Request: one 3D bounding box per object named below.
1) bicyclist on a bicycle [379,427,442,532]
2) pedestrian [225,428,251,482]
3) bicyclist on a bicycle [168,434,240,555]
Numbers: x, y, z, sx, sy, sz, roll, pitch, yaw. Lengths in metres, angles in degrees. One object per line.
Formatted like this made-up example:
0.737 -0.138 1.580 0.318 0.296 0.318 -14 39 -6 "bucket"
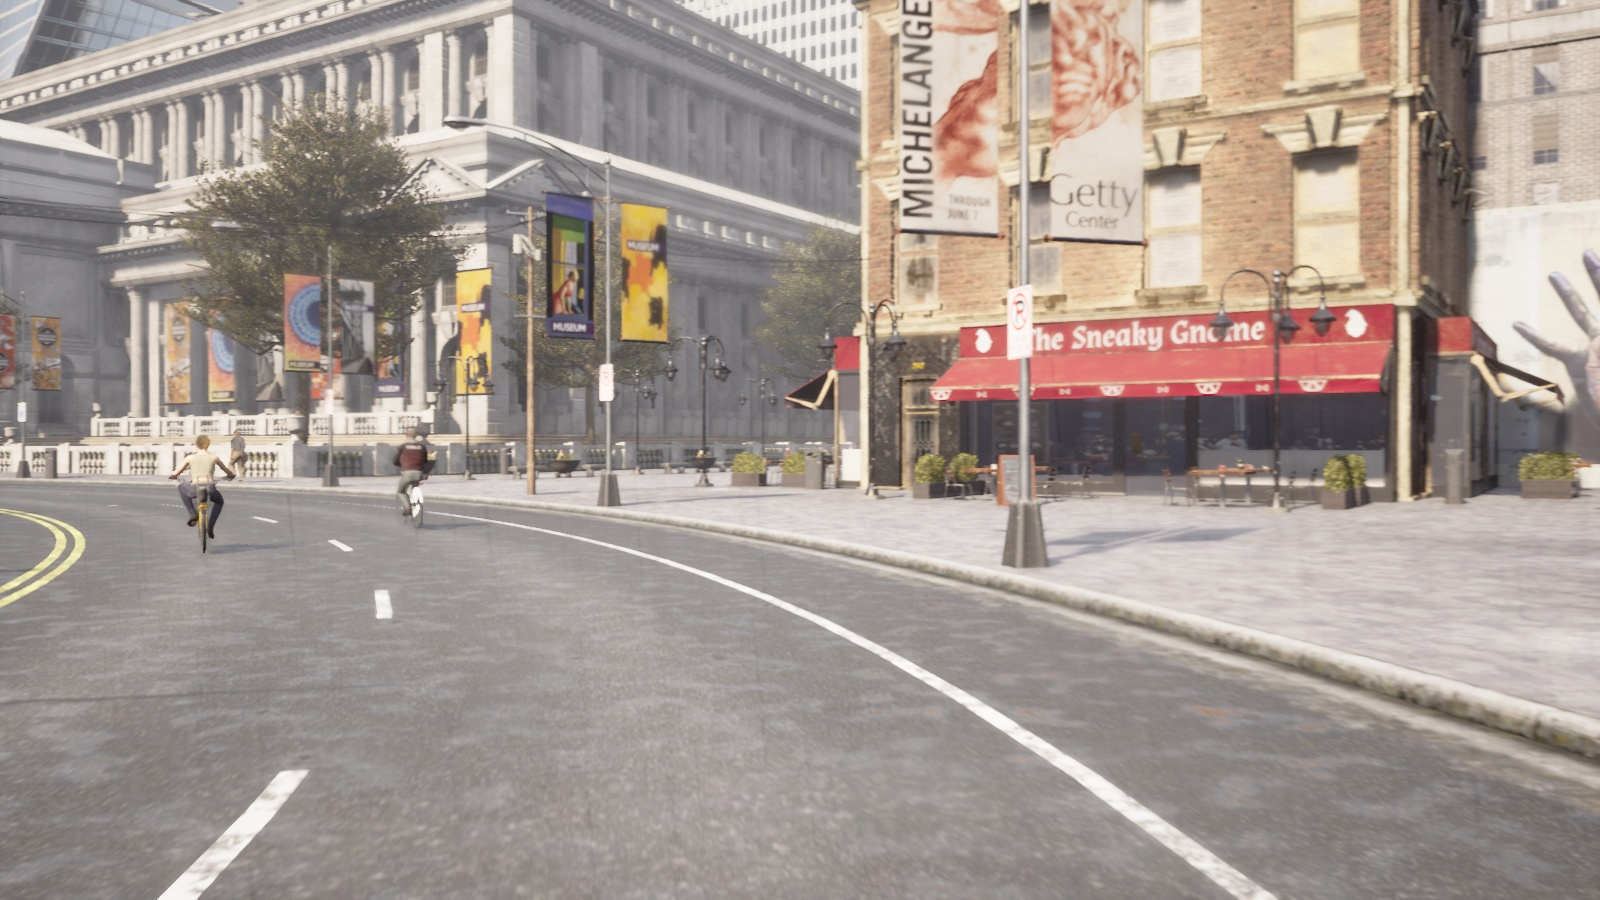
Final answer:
-6.898 0.494 22.189 0.659 1.776 1.843 -1 1 -30 "bicyclist on a bicycle"
-19.401 0.164 43.373 0.694 1.848 0.540 0 0 35 "pedestrian"
-8.362 0.586 17.601 0.866 1.612 1.509 -1 1 -26 "bicyclist on a bicycle"
